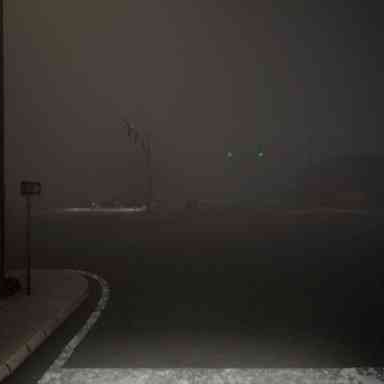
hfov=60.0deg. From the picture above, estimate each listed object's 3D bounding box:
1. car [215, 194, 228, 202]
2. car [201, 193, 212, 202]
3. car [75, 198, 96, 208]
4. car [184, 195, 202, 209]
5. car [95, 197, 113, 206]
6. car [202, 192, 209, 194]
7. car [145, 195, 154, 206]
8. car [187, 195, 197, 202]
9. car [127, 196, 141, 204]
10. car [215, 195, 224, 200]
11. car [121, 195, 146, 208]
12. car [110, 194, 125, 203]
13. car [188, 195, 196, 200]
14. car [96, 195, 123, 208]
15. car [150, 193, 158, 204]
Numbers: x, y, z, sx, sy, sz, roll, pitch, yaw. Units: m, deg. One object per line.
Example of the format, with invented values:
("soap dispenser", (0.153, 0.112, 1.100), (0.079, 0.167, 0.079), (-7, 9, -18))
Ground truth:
("car", (6.987, 1.327, 75.052), (2.097, 1.767, 4.553), (0, 0, 0))
("car", (3.487, 1.525, 75.082), (1.994, 1.385, 4.181), (0, 0, 0))
("car", (-15.078, 1.551, 47.427), (1.994, 1.385, 4.181), (0, 0, 0))
("car", (-0.008, 1.466, 44.054), (1.882, 1.535, 5.008), (0, 0, 0))
("car", (-15.010, 1.548, 57.123), (1.994, 1.385, 4.181), (0, 0, 0))
("car", (3.485, 1.082, 85.115), (2.150, 2.045, 5.566), (0, 0, 0))
("car", (-8.038, 1.586, 55.189), (1.895, 1.301, 4.718), (0, 0, 1))
("car", (-0.013, 1.496, 74.664), (2.128, 1.511, 4.902), (0, 0, 0))
("car", (-11.512, 1.507, 66.197), (1.812, 1.442, 4.674), (0, 0, 0))
("car", (6.985, 1.396, 85.086), (2.033, 1.411, 5.357), (0, 0, 0))
("car", (-8.085, 1.551, 46.434), (1.994, 1.385, 4.181), (0, 0, 0))
("car", (-15.012, 1.336, 67.113), (2.097, 1.767, 4.553), (0, 0, 0))
("car", (-0.015, 1.452, 85.115), (1.895, 1.301, 4.718), (0, 0, 0))
("car", (-11.580, 1.465, 47.241), (1.882, 1.535, 5.008), (0, 0, 0))
("car", (-8.012, 1.203, 65.759), (2.150, 2.045, 5.566), (0, 0, 0))
